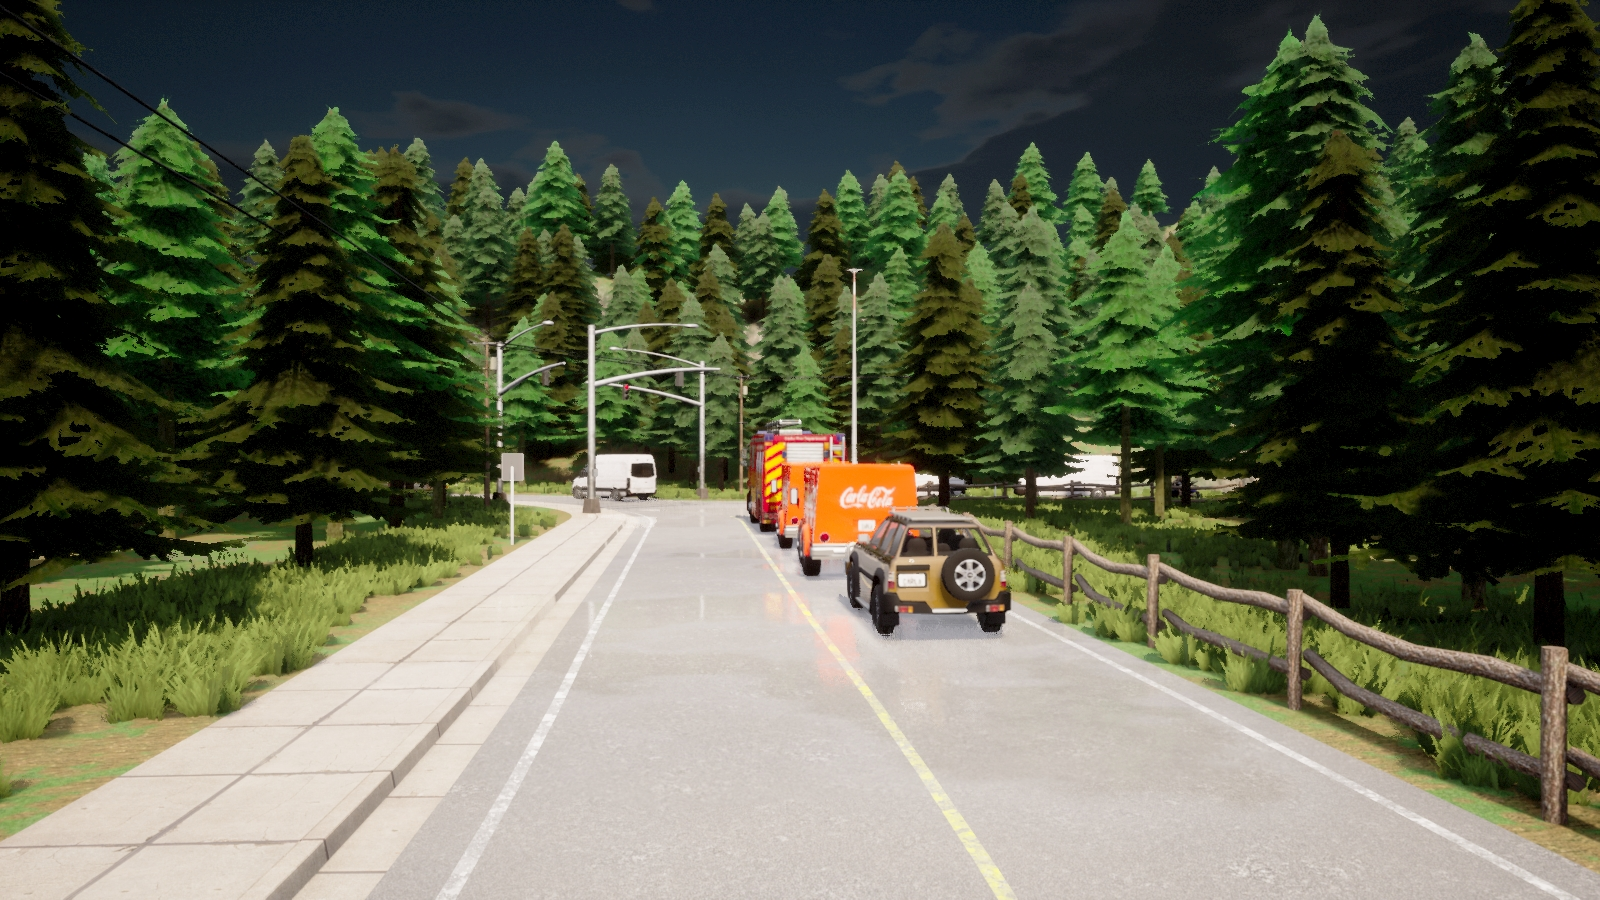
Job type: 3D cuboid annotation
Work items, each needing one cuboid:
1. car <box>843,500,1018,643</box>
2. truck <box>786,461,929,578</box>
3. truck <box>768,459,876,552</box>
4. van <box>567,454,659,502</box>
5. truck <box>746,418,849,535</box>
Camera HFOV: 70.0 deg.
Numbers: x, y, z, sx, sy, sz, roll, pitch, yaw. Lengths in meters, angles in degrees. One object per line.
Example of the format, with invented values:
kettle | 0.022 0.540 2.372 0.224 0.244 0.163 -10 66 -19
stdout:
car | 1.969 1.836 18.682 1.932 1.855 4.605 0 0 -5
truck | 1.198 1.523 26.800 2.627 2.467 5.204 0 -1 -5
truck | 0.530 1.543 33.898 2.627 2.467 5.204 0 0 -5
van | -10.493 1.504 63.781 1.988 2.561 5.915 1 -1 -44
truck | -0.268 0.863 41.678 2.891 3.827 8.468 0 0 -6
